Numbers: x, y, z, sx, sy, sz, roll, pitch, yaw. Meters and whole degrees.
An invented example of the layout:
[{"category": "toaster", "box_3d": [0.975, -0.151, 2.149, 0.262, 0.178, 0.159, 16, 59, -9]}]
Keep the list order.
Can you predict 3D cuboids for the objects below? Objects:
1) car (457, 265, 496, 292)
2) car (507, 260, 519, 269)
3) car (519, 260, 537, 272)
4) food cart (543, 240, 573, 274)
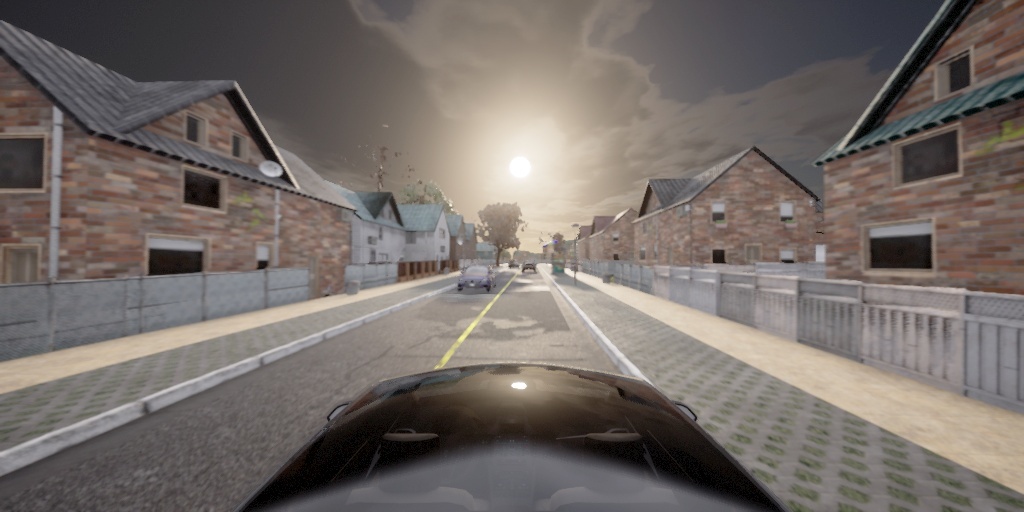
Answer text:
[{"category": "car", "box_3d": [-1.990, 1.278, 21.375, 1.812, 1.442, 4.674, 0, 0, 3]}, {"category": "car", "box_3d": [0.337, 1.419, 62.453, 1.837, 1.490, 4.892, 0, 0, 4]}, {"category": "car", "box_3d": [2.313, 1.353, 47.830, 1.837, 1.490, 4.892, 0, 0, 4]}, {"category": "food cart", "box_3d": [4.779, 0.279, 37.765, 2.280, 3.560, 4.660, 0, 0, 3]}]
